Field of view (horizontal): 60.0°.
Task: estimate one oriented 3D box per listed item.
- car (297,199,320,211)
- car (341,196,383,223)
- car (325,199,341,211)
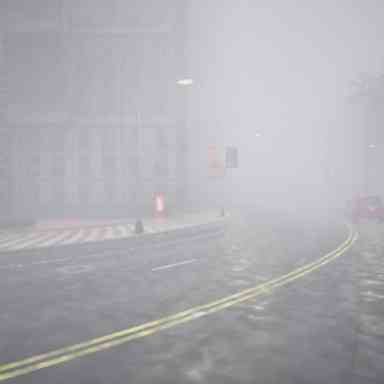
[{"bbox_3d":[15.939,1.754,45.698,1.882,1.535,5.008,0,0,2],"label":"car"},{"bbox_3d":[14.136,1.364,27.463,2.150,2.045,5.566,0,0,15],"label":"car"},{"bbox_3d":[19.388,1.726,44.477,1.882,1.535,5.008,0,0,2],"label":"car"}]
